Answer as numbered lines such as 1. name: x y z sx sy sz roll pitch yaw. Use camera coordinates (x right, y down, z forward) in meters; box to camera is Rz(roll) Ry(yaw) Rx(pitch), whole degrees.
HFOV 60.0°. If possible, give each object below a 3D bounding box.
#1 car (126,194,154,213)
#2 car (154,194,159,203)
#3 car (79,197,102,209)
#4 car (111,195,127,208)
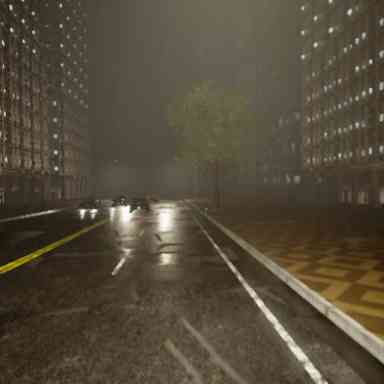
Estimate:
1. car: -5.110 1.225 33.400 1.837 1.490 4.892 -1 0 -3
2. car: -6.462 1.061 55.609 2.033 1.411 5.357 -1 1 -3
3. car: -12.182 1.310 40.173 1.994 1.385 4.181 -1 0 -3
4. car: -9.049 1.188 42.481 1.837 1.490 4.892 -1 0 -3
